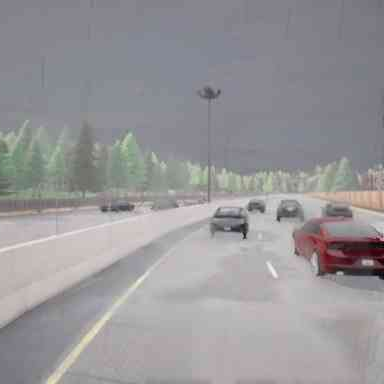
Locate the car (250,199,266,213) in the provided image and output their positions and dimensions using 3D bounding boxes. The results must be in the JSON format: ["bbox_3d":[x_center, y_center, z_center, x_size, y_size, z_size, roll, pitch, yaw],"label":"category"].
[{"bbox_3d":[7.440,1.565,38.227,1.837,1.490,4.892,0,0,16],"label":"car"}]

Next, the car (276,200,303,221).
[{"bbox_3d":[8.207,1.409,27.945,2.097,1.767,4.553,0,0,15],"label":"car"}]

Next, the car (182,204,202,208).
[{"bbox_3d":[0.201,1.553,39.086,1.812,1.442,4.674,0,0,16],"label":"car"}]

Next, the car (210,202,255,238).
[{"bbox_3d":[2.127,1.514,17.990,2.128,1.511,4.902,0,0,11],"label":"car"}]

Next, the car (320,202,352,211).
[{"bbox_3d":[11.386,1.575,26.343,1.837,1.490,4.892,0,0,15],"label":"car"}]

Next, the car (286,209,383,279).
[{"bbox_3d":[4.386,1.505,10.246,1.882,1.535,5.008,0,0,6],"label":"car"}]

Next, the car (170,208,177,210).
[{"bbox_3d":[-3.199,1.560,39.927,2.033,1.411,5.357,0,0,16],"label":"car"}]
